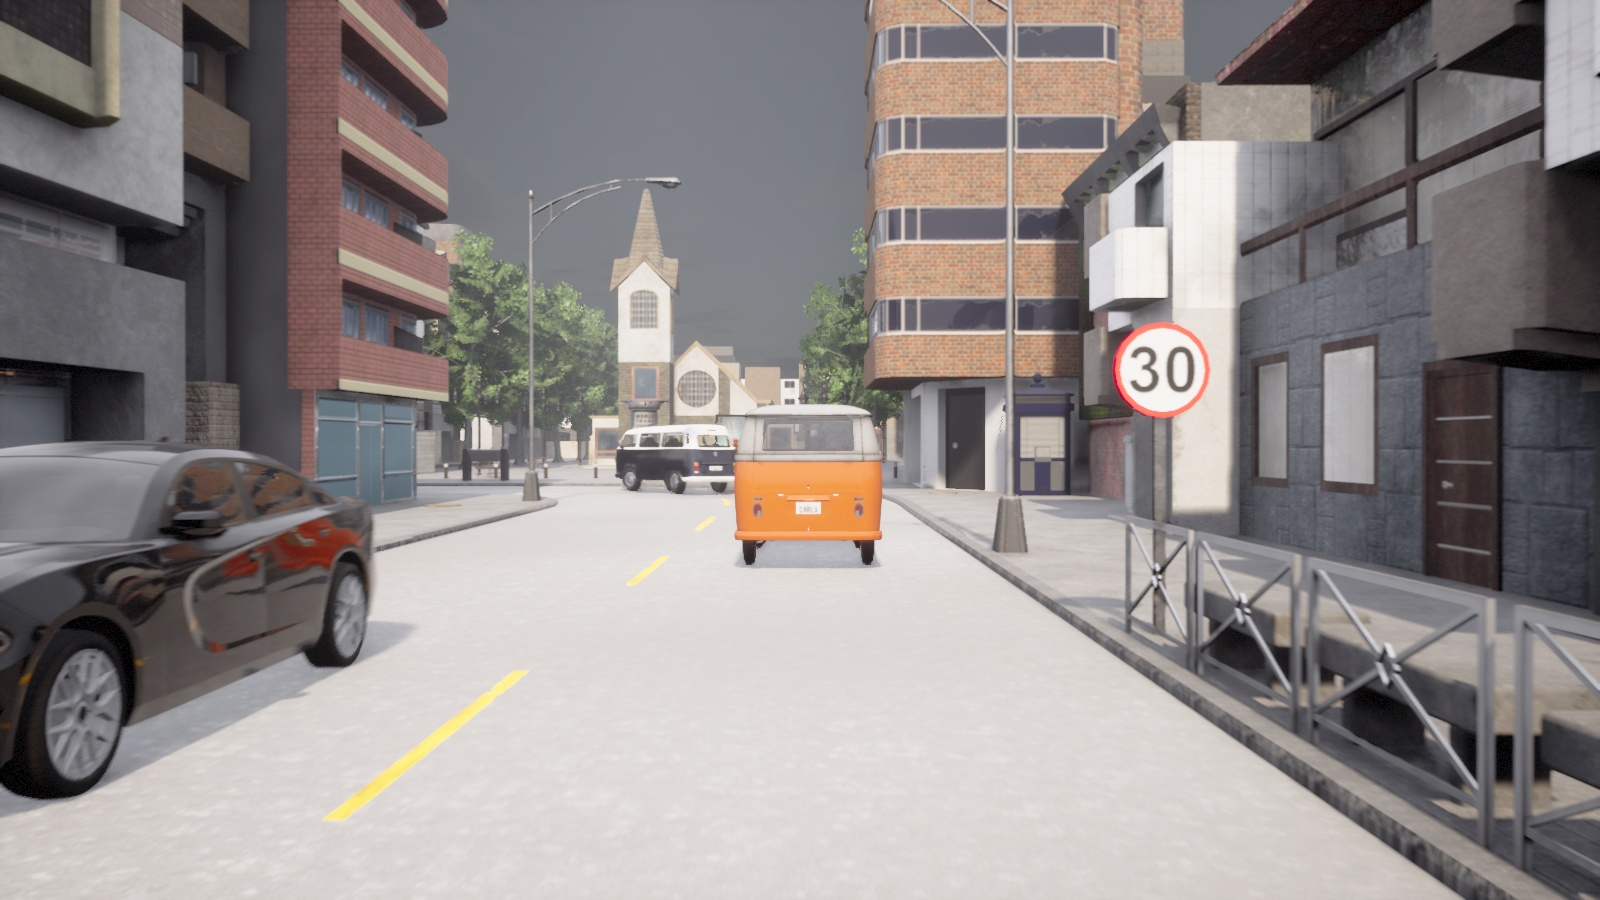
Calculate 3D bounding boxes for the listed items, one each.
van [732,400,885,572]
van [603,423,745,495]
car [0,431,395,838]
[{"bbox_3d":[0.109,0.405,16.783,1.775,1.987,4.442,0,0,0],"label":"van"},{"bbox_3d":[-3.860,0.255,37.886,2.069,2.038,4.480,1,0,-40],"label":"van"},{"bbox_3d":[-3.946,0.683,6.783,1.882,1.535,5.008,0,0,0],"label":"car"}]
